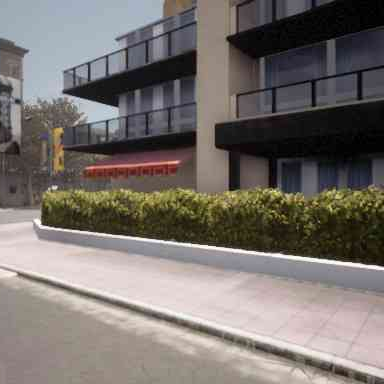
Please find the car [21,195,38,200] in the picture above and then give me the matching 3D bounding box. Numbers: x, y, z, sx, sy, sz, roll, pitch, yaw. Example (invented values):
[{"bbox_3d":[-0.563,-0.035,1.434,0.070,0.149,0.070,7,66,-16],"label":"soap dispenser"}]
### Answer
[{"bbox_3d":[-34.495,1.407,68.404,4.892,1.521,2.231,0,0,37],"label":"car"}]
